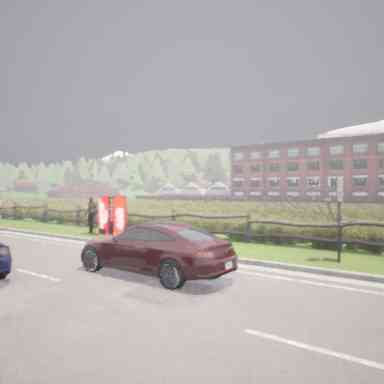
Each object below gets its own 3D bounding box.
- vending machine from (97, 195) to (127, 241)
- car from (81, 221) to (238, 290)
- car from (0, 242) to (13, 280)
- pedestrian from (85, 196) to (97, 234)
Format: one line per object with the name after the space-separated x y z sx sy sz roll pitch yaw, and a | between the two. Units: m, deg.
-3.819 1.184 15.882 0.880 2.100 1.100 0 0 35 | vending machine
-1.021 1.519 9.028 4.674 1.442 1.812 0 0 36 | car
-6.418 1.518 8.564 4.674 1.442 1.812 0 0 35 | car
-4.877 1.130 16.213 0.375 1.860 0.375 0 0 35 | pedestrian
